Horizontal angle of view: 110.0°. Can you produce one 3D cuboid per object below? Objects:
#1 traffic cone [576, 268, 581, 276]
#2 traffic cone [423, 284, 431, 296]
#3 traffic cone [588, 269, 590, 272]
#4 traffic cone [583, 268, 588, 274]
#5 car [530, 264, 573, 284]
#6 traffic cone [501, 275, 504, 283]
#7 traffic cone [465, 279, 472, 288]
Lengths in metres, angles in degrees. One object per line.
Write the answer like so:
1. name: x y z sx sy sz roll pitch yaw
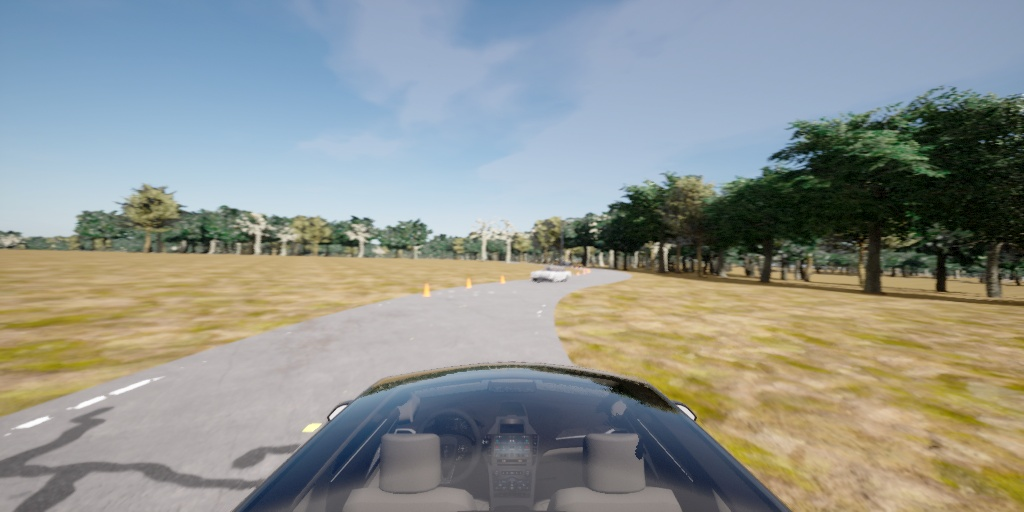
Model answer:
1. traffic cone: 8.243 2.157 44.830 0.340 0.580 0.340 0 0 22
2. traffic cone: -4.073 1.610 17.091 0.340 0.580 0.340 0 0 12
3. traffic cone: 11.392 2.328 54.018 0.340 0.580 0.340 0 0 16
4. traffic cone: 9.937 2.245 49.383 0.340 0.580 0.340 0 0 19
5. car: 3.285 1.532 29.882 1.895 1.301 4.718 1 -1 28
6. traffic cone: -0.720 1.759 27.139 0.340 0.580 0.340 0 0 25
7. traffic cone: -2.683 1.674 22.212 0.340 0.580 0.340 0 0 18
